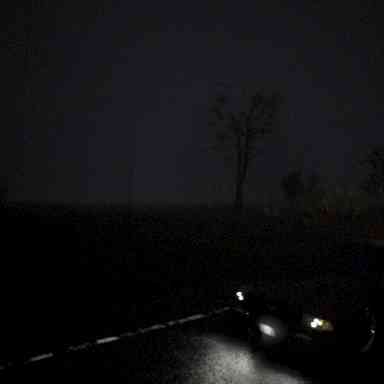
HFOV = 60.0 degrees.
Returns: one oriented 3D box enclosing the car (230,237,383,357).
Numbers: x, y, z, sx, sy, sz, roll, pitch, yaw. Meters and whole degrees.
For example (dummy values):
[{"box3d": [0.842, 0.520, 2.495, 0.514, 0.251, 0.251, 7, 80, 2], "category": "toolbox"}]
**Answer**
[{"box3d": [3.247, 1.611, 6.302, 5.357, 1.411, 2.033, 1, 0, -35], "category": "car"}]
